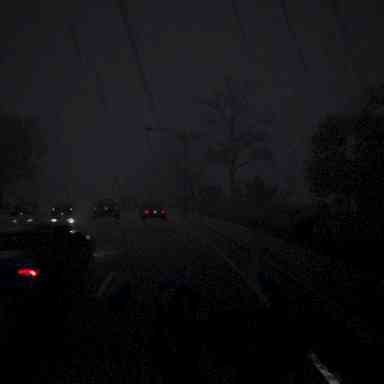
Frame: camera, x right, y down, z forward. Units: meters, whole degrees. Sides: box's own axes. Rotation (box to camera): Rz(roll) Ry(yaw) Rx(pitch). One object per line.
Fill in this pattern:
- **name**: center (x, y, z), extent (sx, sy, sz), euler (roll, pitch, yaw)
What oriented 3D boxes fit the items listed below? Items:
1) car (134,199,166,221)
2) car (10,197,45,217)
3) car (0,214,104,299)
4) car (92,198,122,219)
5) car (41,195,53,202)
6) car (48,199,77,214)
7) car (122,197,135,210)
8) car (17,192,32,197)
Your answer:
- **car**: center (-3.291, 1.501, 26.878), extent (2.033, 1.411, 5.357), euler (0, 0, -13)
- **car**: center (-15.509, 1.497, 31.224), extent (2.033, 1.411, 5.357), euler (0, 0, -17)
- **car**: center (-3.874, 1.537, 8.576), extent (2.033, 1.411, 5.357), euler (0, 0, -5)
- **car**: center (-7.207, 1.306, 27.986), extent (2.097, 1.767, 4.553), euler (0, 0, -14)
- **car**: center (-29.296, 1.368, 66.769), extent (1.837, 1.490, 4.892), euler (0, 0, -34)
- **car**: center (-11.640, 1.551, 30.410), extent (1.895, 1.301, 4.718), euler (0, 0, -16)
- **car**: center (-8.074, 1.421, 42.233), extent (2.128, 1.511, 4.902), euler (0, 0, -21)
- **car**: center (-33.565, 1.085, 66.624), extent (2.150, 2.045, 5.566), euler (0, 0, -37)
